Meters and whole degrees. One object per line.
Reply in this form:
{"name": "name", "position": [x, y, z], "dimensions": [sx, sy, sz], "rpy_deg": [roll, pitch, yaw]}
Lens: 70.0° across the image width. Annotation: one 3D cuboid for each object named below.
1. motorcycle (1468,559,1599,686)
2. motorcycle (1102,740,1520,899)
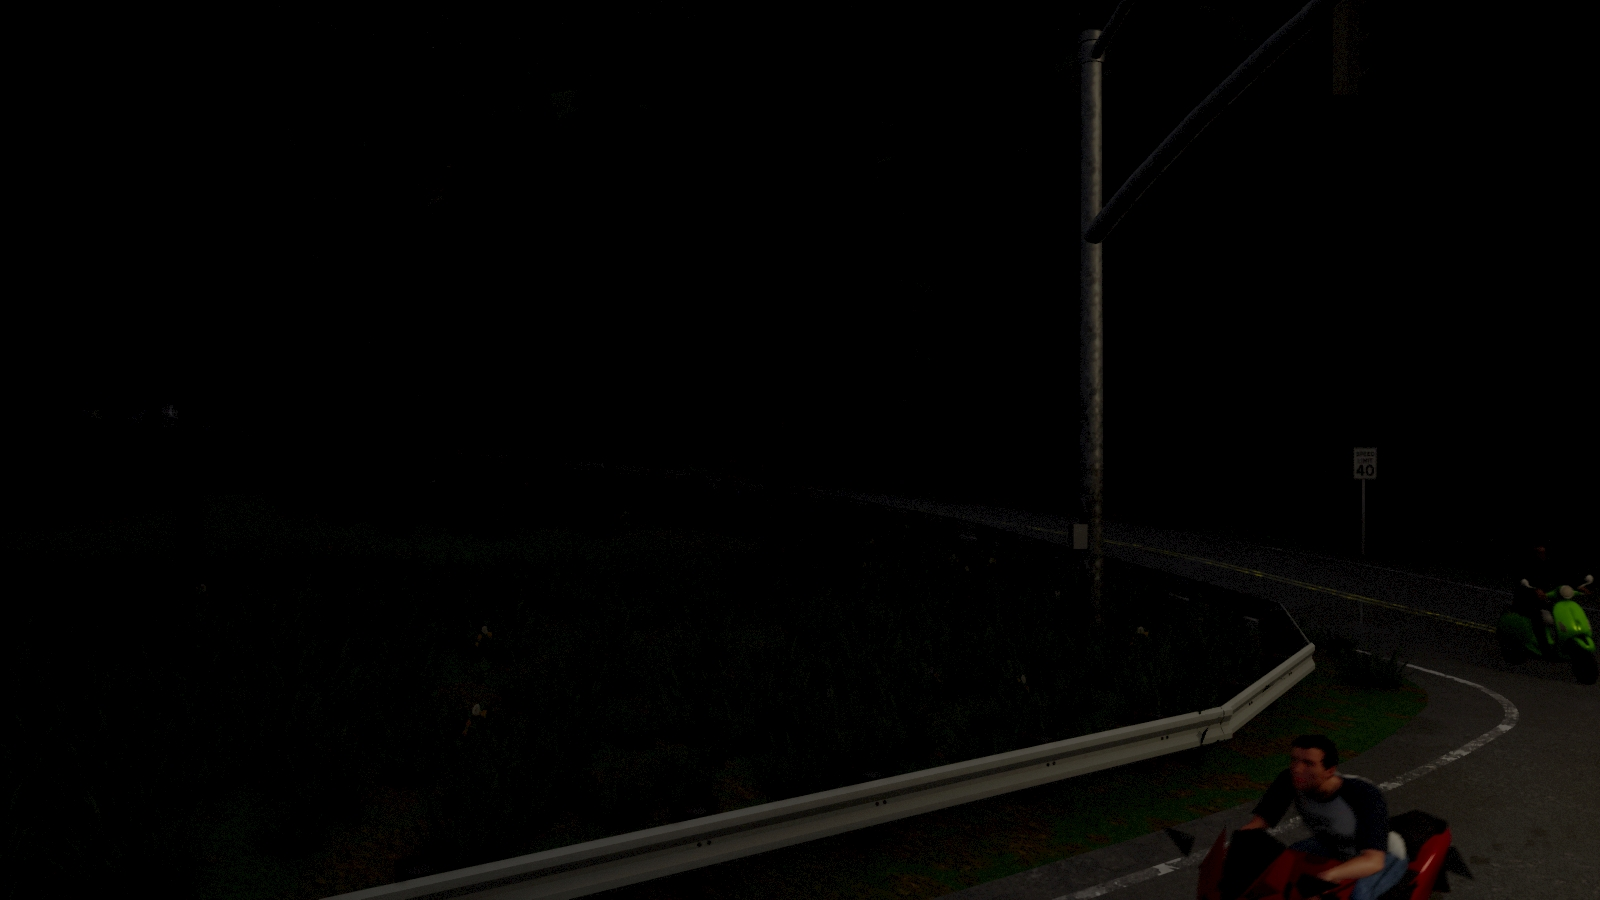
{"name": "motorcycle", "position": [9.387, 2.120, 14.364], "dimensions": [0.856, 1.316, 1.805], "rpy_deg": [-1, -1, -1]}
{"name": "motorcycle", "position": [2.374, 2.158, 5.201], "dimensions": [2.033, 1.199, 0.803], "rpy_deg": [-1, 1, -35]}
